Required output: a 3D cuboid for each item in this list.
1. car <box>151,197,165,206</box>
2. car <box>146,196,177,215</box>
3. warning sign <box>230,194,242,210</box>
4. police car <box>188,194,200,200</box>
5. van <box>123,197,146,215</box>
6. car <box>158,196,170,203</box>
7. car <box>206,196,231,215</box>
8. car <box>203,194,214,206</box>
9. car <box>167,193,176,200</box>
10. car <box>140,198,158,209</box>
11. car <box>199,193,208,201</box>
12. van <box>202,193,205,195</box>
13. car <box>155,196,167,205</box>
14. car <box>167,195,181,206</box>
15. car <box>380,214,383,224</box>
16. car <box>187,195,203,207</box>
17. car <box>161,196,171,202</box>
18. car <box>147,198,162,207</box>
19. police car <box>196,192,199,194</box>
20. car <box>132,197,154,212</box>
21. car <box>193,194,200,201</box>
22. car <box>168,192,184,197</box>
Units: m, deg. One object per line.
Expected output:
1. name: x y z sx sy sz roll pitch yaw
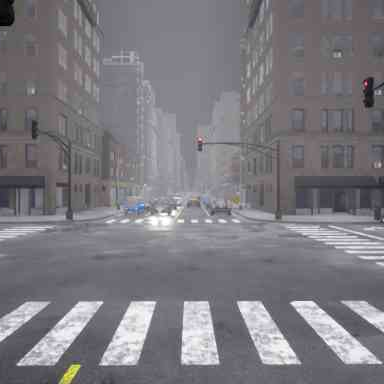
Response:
1. car: -5.671 1.568 56.050 1.947 1.339 4.313 0 0 0
2. car: -2.993 1.493 33.517 2.128 1.511 4.902 0 0 0
3. warning sign: 5.199 1.118 39.336 1.300 1.860 1.060 0 0 0
4. police car: 0.595 1.414 95.369 1.930 1.638 5.238 0 0 -16
5. van: -5.748 1.343 33.376 1.690 1.788 3.998 0 0 0
6. car: -5.632 1.566 67.386 1.947 1.339 4.313 0 0 0
7. car: 2.778 1.442 33.350 1.967 1.590 4.097 0 0 0
8. car: 2.816 1.443 44.688 1.967 1.590 4.097 0 0 0
9. car: -5.555 1.306 90.059 2.192 1.841 5.009 0 0 0
10. car: -5.709 1.569 44.713 1.947 1.339 4.313 0 0 0
11. car: 2.951 1.309 84.372 2.192 1.841 5.009 0 0 0
12. van: 2.855 1.344 56.026 1.690 1.788 3.998 0 0 0
13. car: -5.652 1.527 61.548 1.752 1.417 4.829 0 0 0
14. car: -2.953 1.494 43.762 2.128 1.511 4.902 0 0 0
15. car: 14.355 1.520 20.697 4.892 1.490 1.837 0 0 0
16. car: 0.262 1.529 49.698 1.812 1.442 4.674 0 0 0
17. car: -5.613 1.543 73.054 1.887 1.381 4.507 0 0 0
18. car: -5.690 1.585 50.381 1.802 1.307 4.206 0 0 0
19. police car: 1.064 1.421 79.446 1.930 1.638 5.238 0 0 -1
20. car: -5.729 1.443 39.045 1.967 1.590 4.097 0 0 0
21. car: 1.088 1.448 89.541 1.801 1.575 5.366 0 0 0
22. car: -2.904 1.224 54.492 2.150 2.045 5.566 0 0 0
